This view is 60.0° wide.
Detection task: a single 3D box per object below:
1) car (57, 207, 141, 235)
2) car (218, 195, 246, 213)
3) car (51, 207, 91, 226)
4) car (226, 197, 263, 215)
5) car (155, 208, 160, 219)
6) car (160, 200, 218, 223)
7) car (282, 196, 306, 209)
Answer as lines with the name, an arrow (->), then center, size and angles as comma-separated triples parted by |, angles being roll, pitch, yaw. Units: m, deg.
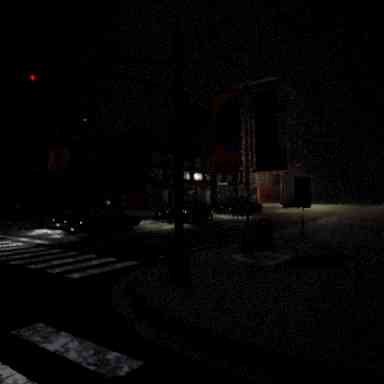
car -> -5.391, 1.767, 20.257 | 1.895, 1.301, 4.718 | -1, 0, 35
car -> 5.094, 1.455, 40.697 | 2.150, 2.045, 5.566 | -1, 0, 36
car -> -7.077, 1.742, 23.501 | 2.033, 1.411, 5.357 | -1, 0, 35
car -> 6.090, 1.682, 36.483 | 1.882, 1.535, 5.008 | -1, -1, 35
car -> -1.469, 1.704, 31.432 | 2.128, 1.511, 4.902 | -1, 0, 35
car -> -0.168, 1.534, 27.649 | 2.097, 1.767, 4.553 | -1, 0, 35
car -> 15.271, 1.555, 49.311 | 2.150, 2.045, 5.566 | -1, 0, 35
